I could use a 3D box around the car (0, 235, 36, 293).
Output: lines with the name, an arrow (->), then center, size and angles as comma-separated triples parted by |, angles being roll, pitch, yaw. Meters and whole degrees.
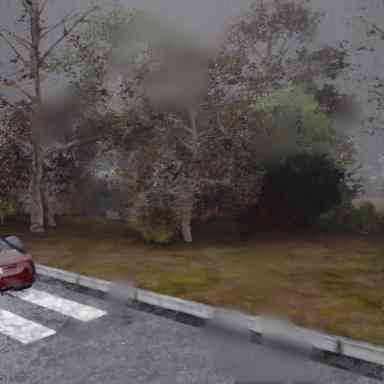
car -> -5.490, 1.552, 7.841 | 4.181, 1.385, 1.994 | 0, 0, 38
